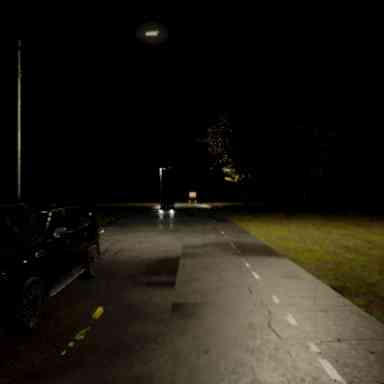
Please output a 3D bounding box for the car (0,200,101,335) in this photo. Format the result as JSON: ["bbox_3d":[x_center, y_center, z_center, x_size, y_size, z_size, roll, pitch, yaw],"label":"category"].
[{"bbox_3d":[-3.601,1.236,7.092,2.150,2.045,5.566,0,0,0],"label":"car"}]

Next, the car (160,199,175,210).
[{"bbox_3d":[-3.579,1.857,48.638,1.837,1.490,4.892,0,-1,0],"label":"car"}]
